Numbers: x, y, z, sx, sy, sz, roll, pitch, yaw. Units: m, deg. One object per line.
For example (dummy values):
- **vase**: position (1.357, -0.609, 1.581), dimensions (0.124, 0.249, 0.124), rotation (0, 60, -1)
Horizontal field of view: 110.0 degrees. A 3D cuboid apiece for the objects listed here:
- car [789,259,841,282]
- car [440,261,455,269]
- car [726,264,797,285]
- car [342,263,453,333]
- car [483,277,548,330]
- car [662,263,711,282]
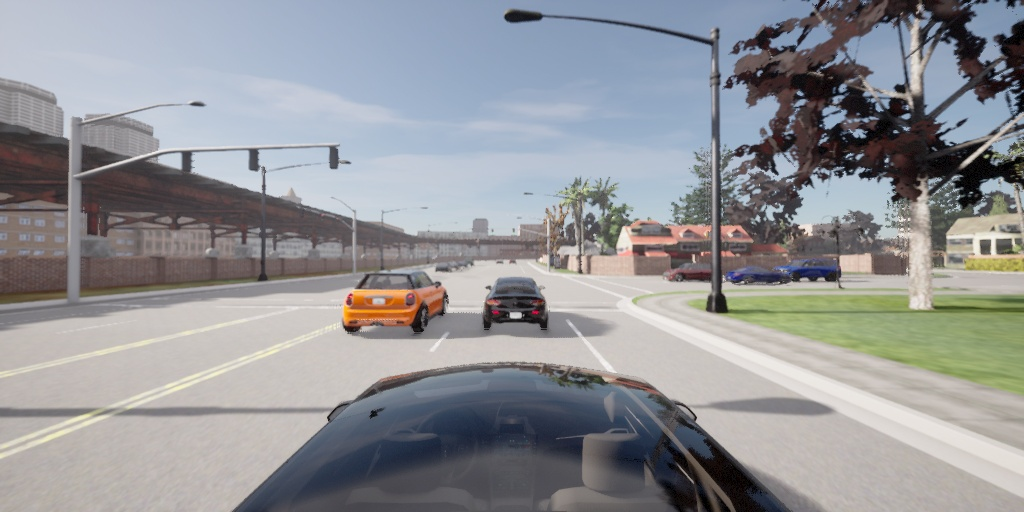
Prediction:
- **car**: position (26.801, 1.326, 32.801), dimensions (5.566, 2.045, 2.150), rotation (0, -1, -2)
- **car**: position (-10.494, 1.697, 55.169), dimensions (1.882, 1.535, 5.008), rotation (0, 0, 0)
- **car**: position (19.790, 1.586, 28.926), dimensions (4.674, 1.442, 1.812), rotation (0, -1, -1)
- **car**: position (-3.397, 1.210, 11.305), dimensions (2.097, 1.767, 4.553), rotation (0, -1, 0)
- **car**: position (0.105, 1.387, 11.538), dimensions (1.812, 1.442, 4.674), rotation (0, -1, 0)
- **car**: position (16.138, 1.453, 32.539), dimensions (4.553, 1.767, 2.097), rotation (0, -1, -1)
